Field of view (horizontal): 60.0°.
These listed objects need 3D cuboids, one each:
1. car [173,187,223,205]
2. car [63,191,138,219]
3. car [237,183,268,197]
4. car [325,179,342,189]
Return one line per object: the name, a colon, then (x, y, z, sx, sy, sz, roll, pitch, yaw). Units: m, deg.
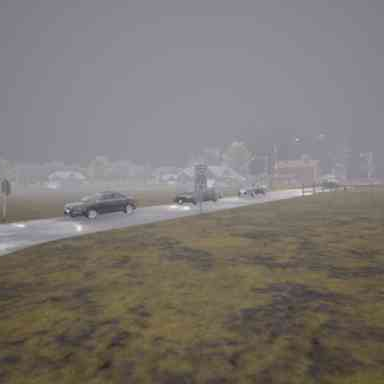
car: (0.649, 0.269, 28.900, 2.033, 1.411, 5.357, 1, 3, 37)
car: (-5.528, 0.739, 20.570, 1.837, 1.490, 4.892, 1, 3, 36)
car: (6.816, -0.290, 37.216, 2.128, 1.511, 4.902, 1, 3, 37)
car: (23.141, -1.351, 54.322, 1.882, 1.535, 5.008, 1, 3, 36)
